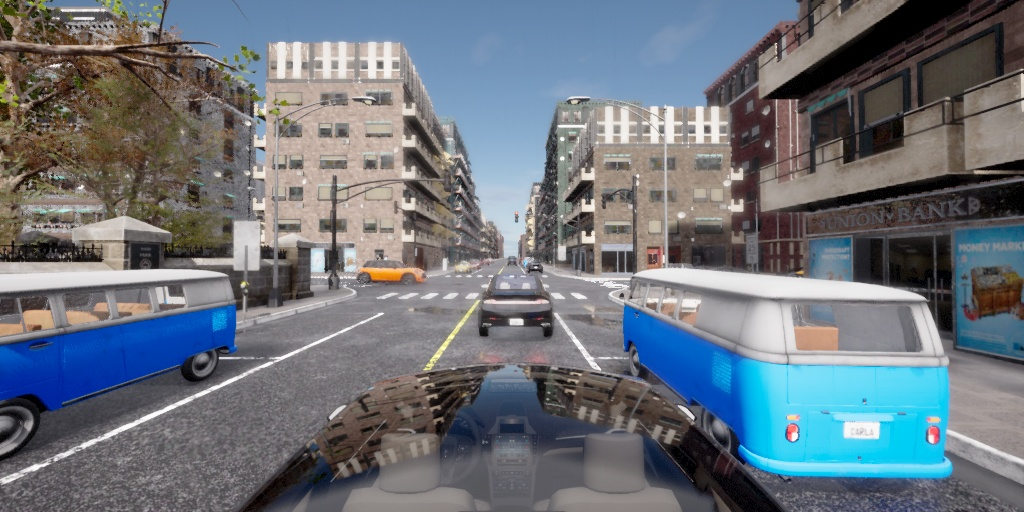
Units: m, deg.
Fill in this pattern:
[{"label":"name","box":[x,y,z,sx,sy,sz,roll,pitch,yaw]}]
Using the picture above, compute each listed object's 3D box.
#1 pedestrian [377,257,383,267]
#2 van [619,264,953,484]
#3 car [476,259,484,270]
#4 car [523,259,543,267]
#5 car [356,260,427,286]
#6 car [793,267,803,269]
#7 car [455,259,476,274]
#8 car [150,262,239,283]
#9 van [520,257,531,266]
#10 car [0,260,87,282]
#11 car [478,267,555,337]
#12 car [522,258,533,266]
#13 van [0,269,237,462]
[{"label":"pedestrian","box":[-12.533,0.967,33.977,0.375,1.860,0.375,0,-1,1]},{"label":"van","box":[2.659,1.092,4.585,1.690,1.789,3.998,0,0,0]},{"label":"car","box":[-5.680,1.208,53.819,1.967,1.591,4.097,0,0,0]},{"label":"car","box":[2.699,1.330,42.532,1.948,1.339,4.313,0,0,0]},{"label":"car","box":[-8.348,1.091,25.170,4.553,1.767,2.097,1,0,1]},{"label":"car","box":[25.016,1.413,27.983,5.008,1.535,1.882,0,-1,1]},{"label":"car","box":[-5.681,1.289,42.363,1.751,1.417,4.829,0,0,0]},{"label":"car","box":[-22.351,1.141,25.352,4.674,1.442,1.812,0,-1,1]},{"label":"van","box":[2.703,1.112,59.459,1.690,1.789,3.998,0,0,0]},{"label":"car","box":[-33.775,1.061,25.495,4.892,1.490,1.837,0,-1,1]},{"label":"car","box":[0.102,1.244,10.315,2.128,1.511,4.902,0,0,0]},{"label":"car","box":[2.700,1.317,48.174,2.007,1.370,4.403,0,0,0]},{"label":"van","box":[-5.655,1.092,4.589,1.690,1.789,3.998,0,0,0]}]
